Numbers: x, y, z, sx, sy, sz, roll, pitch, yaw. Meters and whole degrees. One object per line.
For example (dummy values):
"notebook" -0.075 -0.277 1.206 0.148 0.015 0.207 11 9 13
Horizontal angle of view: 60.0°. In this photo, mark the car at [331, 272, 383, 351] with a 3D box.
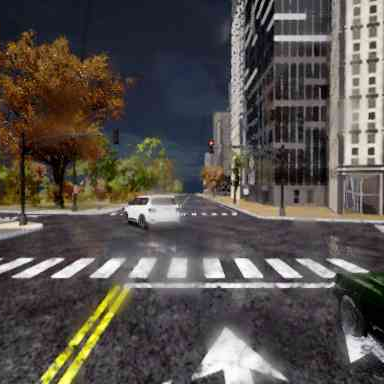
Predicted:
"car" 3.348 1.602 3.667 1.895 1.301 4.718 0 0 0

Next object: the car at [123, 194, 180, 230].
"car" -2.755 1.227 21.656 2.150 2.045 5.566 0 0 -28

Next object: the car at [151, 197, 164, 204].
"car" -6.547 1.622 64.014 1.994 1.385 4.181 0 0 0

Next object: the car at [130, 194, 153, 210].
"car" -6.607 1.251 44.137 2.150 2.045 5.566 0 0 1
